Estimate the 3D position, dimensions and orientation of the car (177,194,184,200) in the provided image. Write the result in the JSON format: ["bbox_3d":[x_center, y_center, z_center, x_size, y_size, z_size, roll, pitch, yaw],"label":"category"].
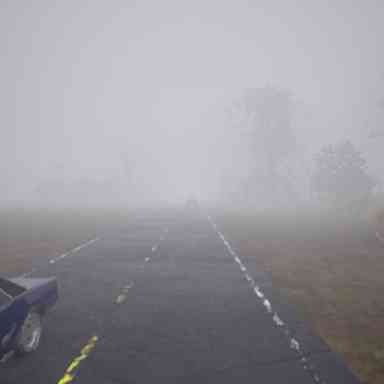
[{"bbox_3d":[-3.047,1.416,87.175,1.882,1.535,5.008,0,0,0],"label":"car"}]

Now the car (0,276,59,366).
[{"bbox_3d":[-3.102,1.598,3.220,1.895,1.301,4.718,0,0,0],"label":"car"}]

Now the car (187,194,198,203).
[{"bbox_3d":[0.063,1.304,66.128,2.097,1.767,4.553,0,0,0],"label":"car"}]

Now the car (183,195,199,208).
[{"bbox_3d":[0.067,1.491,47.487,1.812,1.442,4.674,0,0,0],"label":"car"}]
